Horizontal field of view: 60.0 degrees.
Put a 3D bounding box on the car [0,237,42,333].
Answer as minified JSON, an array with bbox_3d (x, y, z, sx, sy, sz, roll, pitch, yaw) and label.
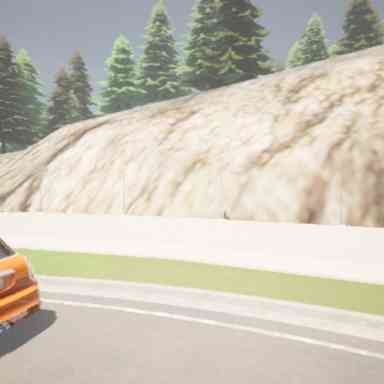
[{"bbox_3d":[-4.718,1.263,4.882,4.553,1.767,2.097,0,1,12],"label":"car"}]
